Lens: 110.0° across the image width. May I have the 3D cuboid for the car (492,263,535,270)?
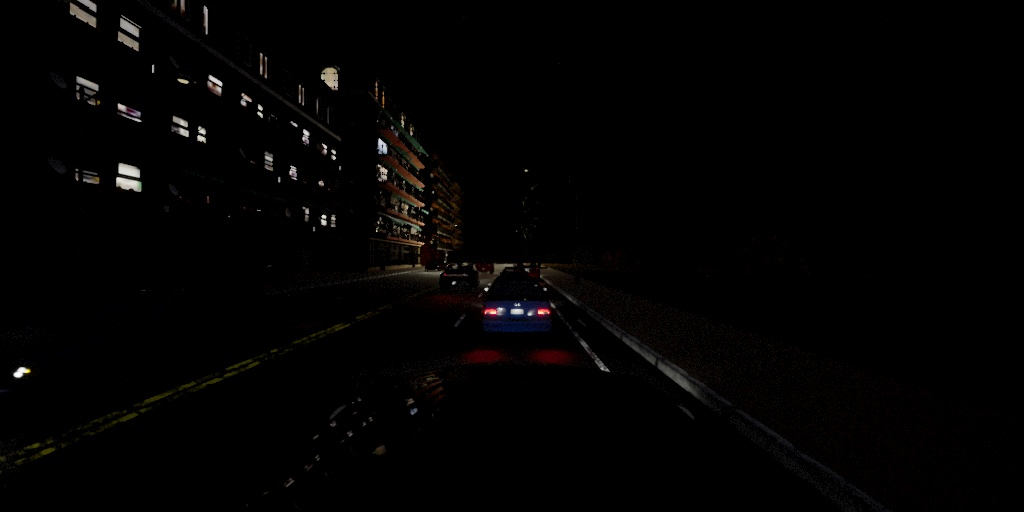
[{"bbox_3d":[0.118,1.317,20.904,1.994,1.385,4.181,0,0,1],"label":"car"}]

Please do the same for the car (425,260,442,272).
[{"bbox_3d":[-9.792,1.230,45.967,1.882,1.535,5.008,0,0,0],"label":"car"}]

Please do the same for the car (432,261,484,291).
[{"bbox_3d":[-3.125,1.244,21.807,2.128,1.511,4.902,0,0,0],"label":"car"}]

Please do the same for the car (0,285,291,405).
[{"bbox_3d":[-6.595,1.298,6.839,2.033,1.411,5.357,0,0,0],"label":"car"}]

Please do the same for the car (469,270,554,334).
[{"bbox_3d":[0.112,1.299,10.570,2.033,1.411,5.357,0,0,0],"label":"car"}]

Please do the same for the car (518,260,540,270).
[{"bbox_3d":[1.173,1.104,29.839,2.097,1.767,4.553,0,0,0],"label":"car"}]

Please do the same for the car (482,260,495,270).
[{"bbox_3d":[-3.097,1.230,41.482,1.882,1.535,5.008,0,0,0],"label":"car"}]
